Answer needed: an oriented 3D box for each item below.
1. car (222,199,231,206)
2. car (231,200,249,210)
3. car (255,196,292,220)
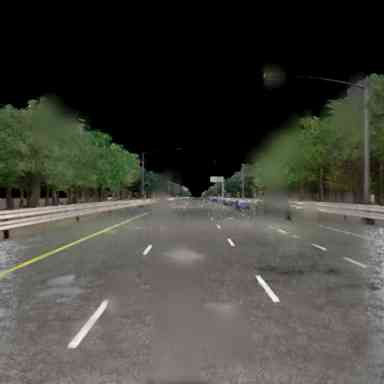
[{"bbox_3d":[7.246,2.093,67.532,1.812,1.442,4.674,0,-1,0],"label":"car"},{"bbox_3d":[7.124,1.840,48.178,1.812,1.442,4.674,0,-1,0],"label":"car"},{"bbox_3d":[7.045,1.338,29.243,2.150,2.045,5.566,0,0,0],"label":"car"}]
